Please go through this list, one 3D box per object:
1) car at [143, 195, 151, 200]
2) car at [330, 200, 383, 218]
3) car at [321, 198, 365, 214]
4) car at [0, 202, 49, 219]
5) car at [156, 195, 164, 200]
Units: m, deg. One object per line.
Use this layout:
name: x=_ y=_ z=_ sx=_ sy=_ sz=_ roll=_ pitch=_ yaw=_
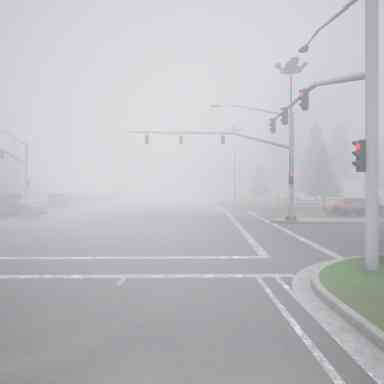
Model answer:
car: x=-12.438 y=1.524 z=91.544 sx=1.812 sy=1.442 sz=4.674 roll=0 pitch=0 yaw=0
car: x=15.119 y=1.601 z=29.238 sx=4.718 sy=1.301 sz=1.895 roll=0 pitch=0 yaw=-1
car: x=15.204 y=1.352 z=32.739 sx=4.553 sy=1.767 sz=2.097 roll=0 pitch=0 yaw=-1
car: x=-15.358 y=1.547 z=28.784 sx=5.357 sy=1.411 sz=2.033 roll=0 pitch=0 yaw=-1
car: x=-8.938 y=1.540 z=91.550 sx=2.033 sy=1.411 sz=5.357 roll=0 pitch=0 yaw=0
